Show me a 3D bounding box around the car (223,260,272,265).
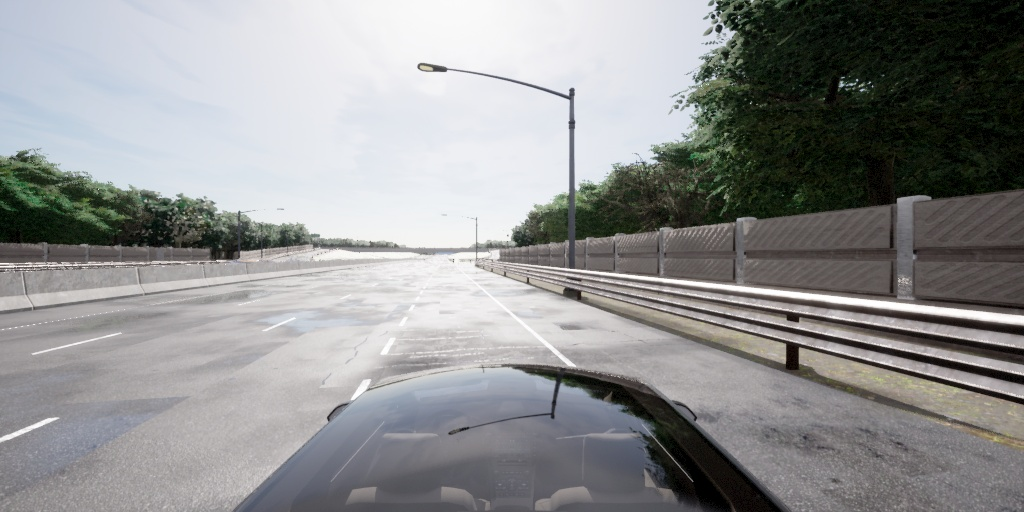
[{"bbox_3d":[-28.143,1.253,38.223,1.882,1.535,5.008,0,0,-11],"label":"car"}]
